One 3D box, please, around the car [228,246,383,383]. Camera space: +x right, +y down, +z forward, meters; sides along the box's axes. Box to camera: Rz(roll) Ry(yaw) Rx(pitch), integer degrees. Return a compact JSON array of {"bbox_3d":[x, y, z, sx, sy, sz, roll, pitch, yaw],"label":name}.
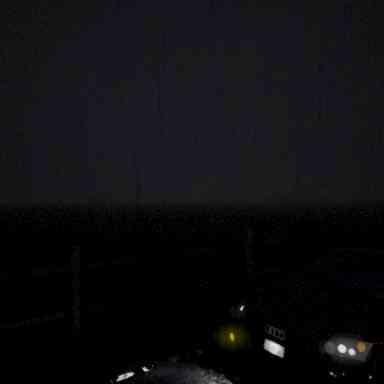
[{"bbox_3d":[2.540,1.562,4.878,4.181,1.385,1.994,0,0,-35],"label":"car"}]
